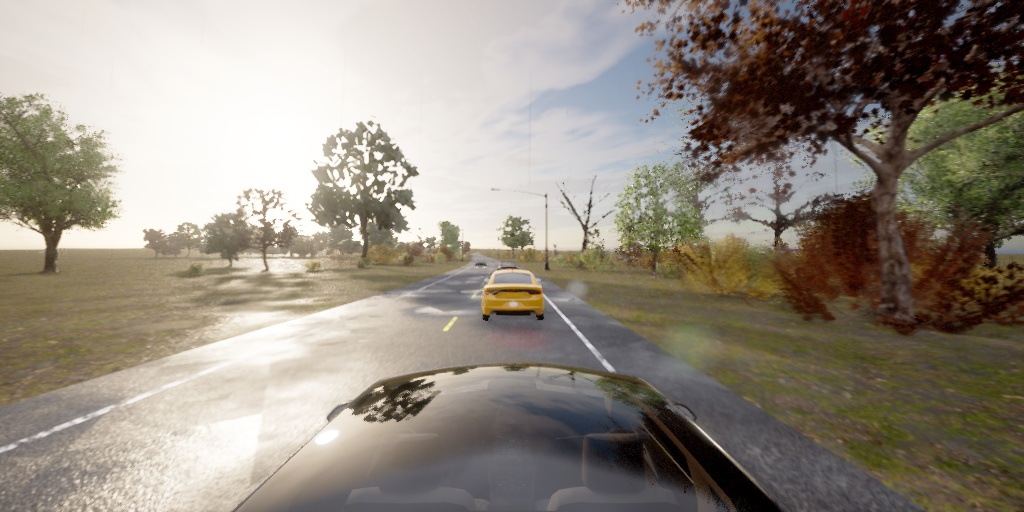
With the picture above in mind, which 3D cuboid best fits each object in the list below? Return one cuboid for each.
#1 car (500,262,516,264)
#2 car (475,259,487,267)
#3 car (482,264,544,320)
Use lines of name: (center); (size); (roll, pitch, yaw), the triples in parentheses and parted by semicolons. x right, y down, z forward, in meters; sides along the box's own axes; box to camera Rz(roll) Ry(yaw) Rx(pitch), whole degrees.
car: (-0.341, 1.212, 29.908); (2.128, 1.511, 4.902); (0, 0, -2)
car: (-5.493, 1.217, 63.126); (1.994, 1.385, 4.181); (0, 0, -3)
car: (0.016, 1.219, 12.662); (1.882, 1.535, 5.008); (0, 0, -1)
